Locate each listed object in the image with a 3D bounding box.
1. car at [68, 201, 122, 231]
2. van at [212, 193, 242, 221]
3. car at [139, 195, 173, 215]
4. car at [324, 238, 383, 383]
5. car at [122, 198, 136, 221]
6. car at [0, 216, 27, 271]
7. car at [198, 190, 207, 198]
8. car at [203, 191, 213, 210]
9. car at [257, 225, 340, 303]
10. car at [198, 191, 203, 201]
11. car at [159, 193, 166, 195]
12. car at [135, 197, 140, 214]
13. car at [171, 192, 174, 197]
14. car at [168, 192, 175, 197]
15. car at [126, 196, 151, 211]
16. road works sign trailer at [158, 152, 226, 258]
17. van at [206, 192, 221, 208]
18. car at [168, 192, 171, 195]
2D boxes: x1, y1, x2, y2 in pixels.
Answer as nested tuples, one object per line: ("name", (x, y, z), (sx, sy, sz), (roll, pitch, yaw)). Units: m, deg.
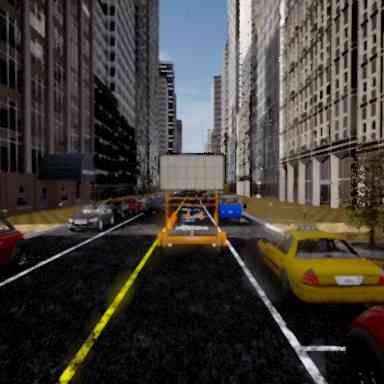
("car", (-5.700, 1.381, 19.189), (2.008, 1.369, 4.403), (-1, 1, 0))
("van", (2.678, 1.121, 24.871), (1.690, 1.788, 3.998), (-1, 1, 0))
("car", (-3.104, 1.282, 30.051), (2.033, 1.411, 5.357), (0, 1, 0))
("car", (2.681, 1.420, 2.139), (1.967, 1.590, 4.097), (-1, 1, 0))
("car", (-5.701, 1.346, 24.872), (1.947, 1.339, 4.313), (-1, 1, 0))
("car", (-5.700, 1.370, 7.821), (1.967, 1.590, 4.097), (-1, 1, 0))
("car", (2.670, 0.544, 87.389), (2.192, 1.841, 5.009), (-1, 1, 0))
("car", (2.676, 0.996, 36.238), (2.192, 1.841, 5.009), (-1, 1, 0))
("car", (2.682, 1.454, 7.993), (1.752, 1.417, 4.829), (-1, 1, 0))
("car", (2.676, 0.981, 64.657), (2.008, 1.369, 4.403), (-1, 1, 0))
("car", (-5.704, 1.081, 53.290), (2.008, 1.369, 4.403), (-1, 1, 0))
("car", (-5.701, 1.275, 30.556), (1.887, 1.381, 4.507), (-1, 1, 0))
("car", (-5.706, 0.912, 76.023), (1.802, 1.307, 4.206), (-1, 1, 0))
("car", (-5.708, 0.705, 92.903), (1.752, 1.417, 4.829), (-1, 1, 0))
("car", (-5.703, 1.231, 36.239), (2.008, 1.369, 4.403), (-1, 1, 0))
("road works sign trailer", (-0.001, 0.356, 12.212), (2.380, 3.560, 2.880), (0, 1, 0))
("van", (2.676, 0.972, 41.922), (1.690, 1.788, 3.998), (-1, 1, 0))
("car", (-5.705, 0.981, 64.656), (2.008, 1.369, 4.403), (-1, 1, 0))
